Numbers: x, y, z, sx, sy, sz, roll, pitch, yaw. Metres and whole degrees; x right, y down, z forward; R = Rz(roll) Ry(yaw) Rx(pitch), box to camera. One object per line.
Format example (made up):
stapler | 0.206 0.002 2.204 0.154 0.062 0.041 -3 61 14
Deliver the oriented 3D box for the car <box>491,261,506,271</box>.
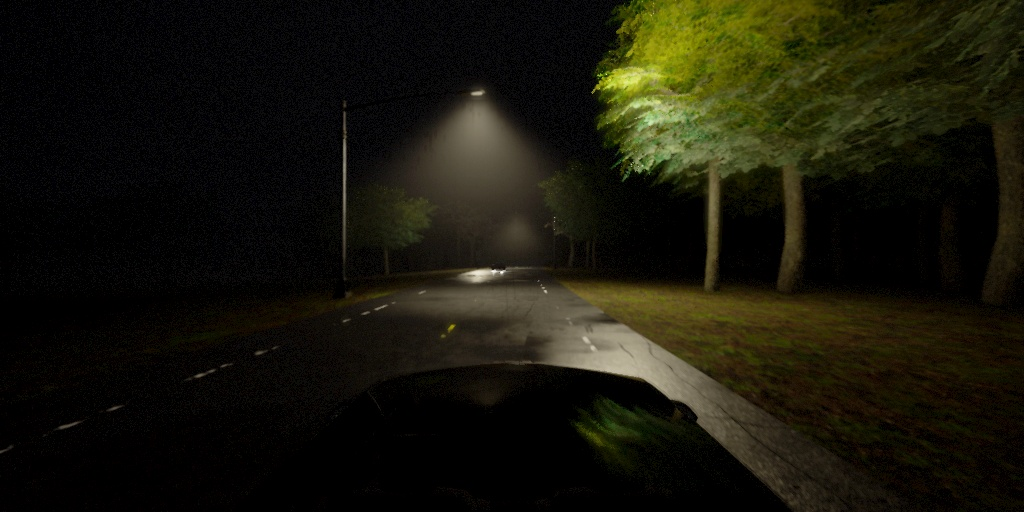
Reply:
car | -1.981 1.505 54.435 1.994 1.385 4.181 0 0 4
